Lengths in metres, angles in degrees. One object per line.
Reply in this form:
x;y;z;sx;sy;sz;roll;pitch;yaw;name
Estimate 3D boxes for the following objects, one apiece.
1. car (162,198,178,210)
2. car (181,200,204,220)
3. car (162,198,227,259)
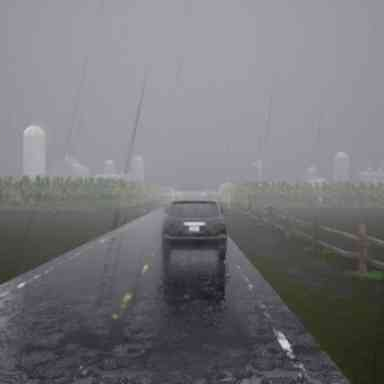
-2.849;1.565;44.373;1.837;1.490;4.892;0;-1;0;car
0.079;1.534;29.136;1.837;1.490;4.892;0;0;0;car
0.080;1.229;12.843;2.150;2.045;5.566;0;0;0;car
